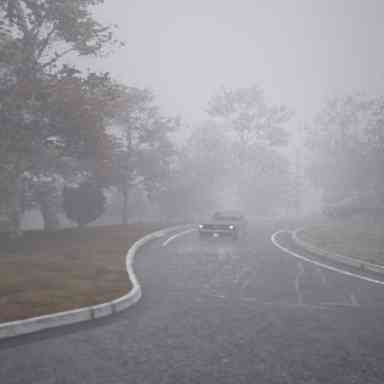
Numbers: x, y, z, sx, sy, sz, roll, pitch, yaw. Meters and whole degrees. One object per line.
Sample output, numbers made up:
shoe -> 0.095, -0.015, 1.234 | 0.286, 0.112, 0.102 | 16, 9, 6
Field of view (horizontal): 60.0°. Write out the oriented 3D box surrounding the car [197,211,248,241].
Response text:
car -> 1.724, 1.703, 17.472 | 1.895, 1.301, 4.718 | 0, 0, 17

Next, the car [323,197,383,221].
car -> 14.679, 1.503, 29.800 | 5.566, 2.045, 2.150 | 0, -1, -9
